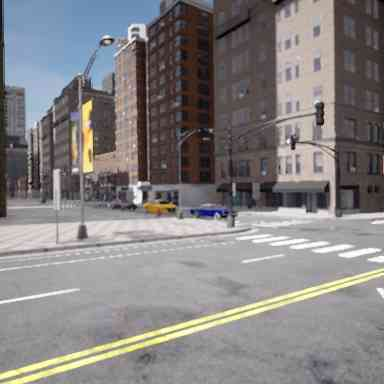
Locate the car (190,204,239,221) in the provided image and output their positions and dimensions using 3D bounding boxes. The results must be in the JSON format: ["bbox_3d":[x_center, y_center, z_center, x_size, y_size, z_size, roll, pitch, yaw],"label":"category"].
[{"bbox_3d":[1.869,1.699,28.632,1.895,1.301,4.718,-1,0,-35],"label":"car"}]

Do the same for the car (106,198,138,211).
[{"bbox_3d":[-9.148,1.711,44.335,2.033,1.411,5.357,-1,0,-35],"label":"car"}]

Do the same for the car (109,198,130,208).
[{"bbox_3d":[-11.721,1.706,53.530,1.994,1.385,4.181,-1,0,-34],"label":"car"}]

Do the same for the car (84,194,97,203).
[{"bbox_3d":[-20.154,1.420,65.551,2.150,2.045,5.566,-1,0,-35],"label":"car"}]

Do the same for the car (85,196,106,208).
[{"bbox_3d":[-14.876,1.800,52.553,1.895,1.301,4.718,-1,0,-35],"label":"car"}]

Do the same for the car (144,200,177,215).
[{"bbox_3d":[-3.475,1.607,36.244,1.882,1.535,5.008,-1,0,-35],"label":"car"}]
